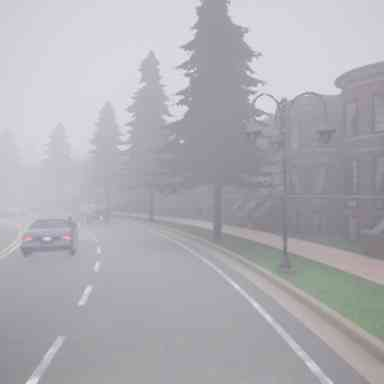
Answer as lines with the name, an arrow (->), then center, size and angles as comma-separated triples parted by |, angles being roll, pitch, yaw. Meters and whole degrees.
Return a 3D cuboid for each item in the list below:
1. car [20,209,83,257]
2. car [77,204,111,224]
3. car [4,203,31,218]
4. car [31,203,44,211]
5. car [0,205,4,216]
car -> -5.666, 1.655, 13.641 | 2.033, 1.411, 5.357 | 0, 0, -18
car -> -8.081, 1.697, 26.816 | 1.837, 1.490, 4.892 | 0, 0, -33
car -> -18.535, 1.896, 33.890 | 4.718, 1.301, 1.895 | -1, 0, 44
car -> -19.564, 1.930, 39.293 | 4.718, 1.301, 1.895 | -1, 0, 39
car -> -9.314, 1.480, 13.245 | 2.097, 1.767, 4.553 | 0, 0, -18
